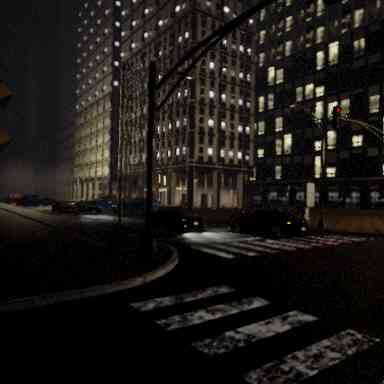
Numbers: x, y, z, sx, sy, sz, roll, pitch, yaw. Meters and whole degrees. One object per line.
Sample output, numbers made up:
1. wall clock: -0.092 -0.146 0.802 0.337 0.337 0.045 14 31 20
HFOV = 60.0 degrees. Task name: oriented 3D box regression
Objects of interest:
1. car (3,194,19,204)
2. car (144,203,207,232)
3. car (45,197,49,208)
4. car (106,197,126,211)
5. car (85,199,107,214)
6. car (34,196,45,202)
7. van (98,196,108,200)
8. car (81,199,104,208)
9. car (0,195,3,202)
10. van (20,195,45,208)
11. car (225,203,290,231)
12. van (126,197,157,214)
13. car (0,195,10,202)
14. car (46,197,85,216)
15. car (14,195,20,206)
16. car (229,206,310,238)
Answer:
1. car: -31.804 1.223 59.602 2.192 1.841 5.009 2 -1 -35
2. car: -0.914 1.600 20.493 1.994 1.385 4.181 2 -1 -35
3. car: -20.874 1.525 48.823 1.812 1.442 4.674 2 -1 -35
4. car: -8.642 1.717 41.402 2.008 1.369 4.403 2 -1 -35
5. car: -10.908 1.613 34.595 1.895 1.301 4.718 2 -1 -35
6. car: -38.044 1.705 82.874 1.802 1.307 4.206 2 -1 -35
7. van: -11.903 1.501 46.014 1.690 1.788 3.998 2 -1 -35
8. car: -15.176 1.719 50.618 1.947 1.339 4.313 2 -1 -35
9. car: -38.344 1.465 68.814 1.947 1.339 4.313 2 -1 -35
10. van: -22.004 1.264 45.777 1.690 1.788 3.998 2 -1 -35
11. car: 4.428 1.637 22.972 1.967 1.590 4.097 2 -1 -35
12. van: -5.370 1.514 36.797 1.690 1.788 3.998 2 -1 -35
13. car: -41.609 1.446 73.422 2.008 1.369 4.403 2 -1 -35
14. car: -12.209 1.493 31.950 2.008 1.369 4.403 2 -1 -35
15. car: -25.277 1.499 50.381 1.802 1.307 4.206 2 -1 -35
16. car: 4.172 1.656 18.368 1.812 1.442 4.674 1 0 -37
